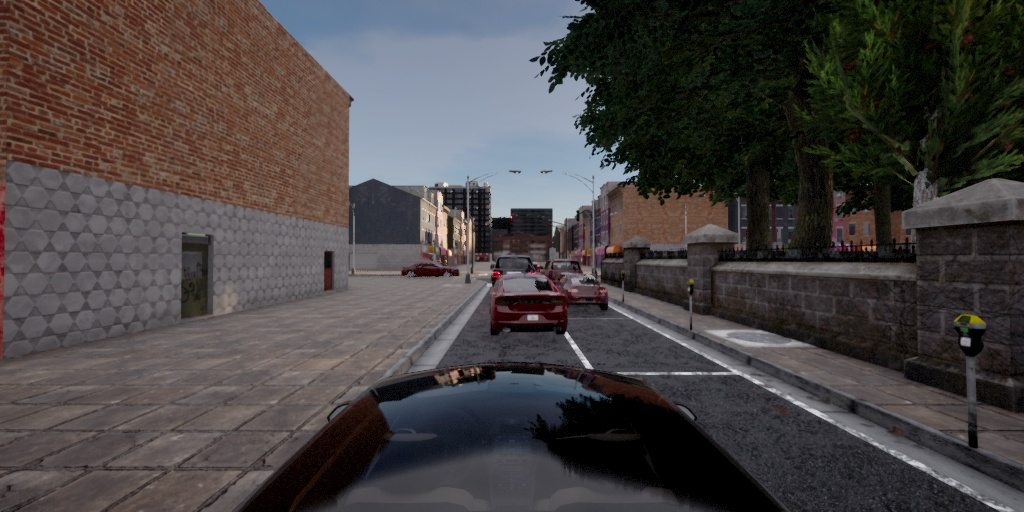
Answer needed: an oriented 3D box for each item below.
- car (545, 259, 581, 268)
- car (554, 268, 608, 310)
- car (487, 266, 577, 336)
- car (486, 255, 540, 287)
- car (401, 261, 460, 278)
[{"bbox_3d":[2.657,1.074,19.801,2.192,1.841,5.009,0,0,0],"label":"car"},{"bbox_3d":[2.652,1.337,14.352,1.802,1.307,4.207,0,0,0],"label":"car"},{"bbox_3d":[0.289,1.230,10.498,1.882,1.535,5.008,0,0,-4],"label":"car"},{"bbox_3d":[0.101,0.979,18.108,2.150,2.045,5.566,0,0,0],"label":"car"},{"bbox_3d":[-7.109,1.225,31.405,5.008,1.535,1.882,0,-1,0],"label":"car"}]
